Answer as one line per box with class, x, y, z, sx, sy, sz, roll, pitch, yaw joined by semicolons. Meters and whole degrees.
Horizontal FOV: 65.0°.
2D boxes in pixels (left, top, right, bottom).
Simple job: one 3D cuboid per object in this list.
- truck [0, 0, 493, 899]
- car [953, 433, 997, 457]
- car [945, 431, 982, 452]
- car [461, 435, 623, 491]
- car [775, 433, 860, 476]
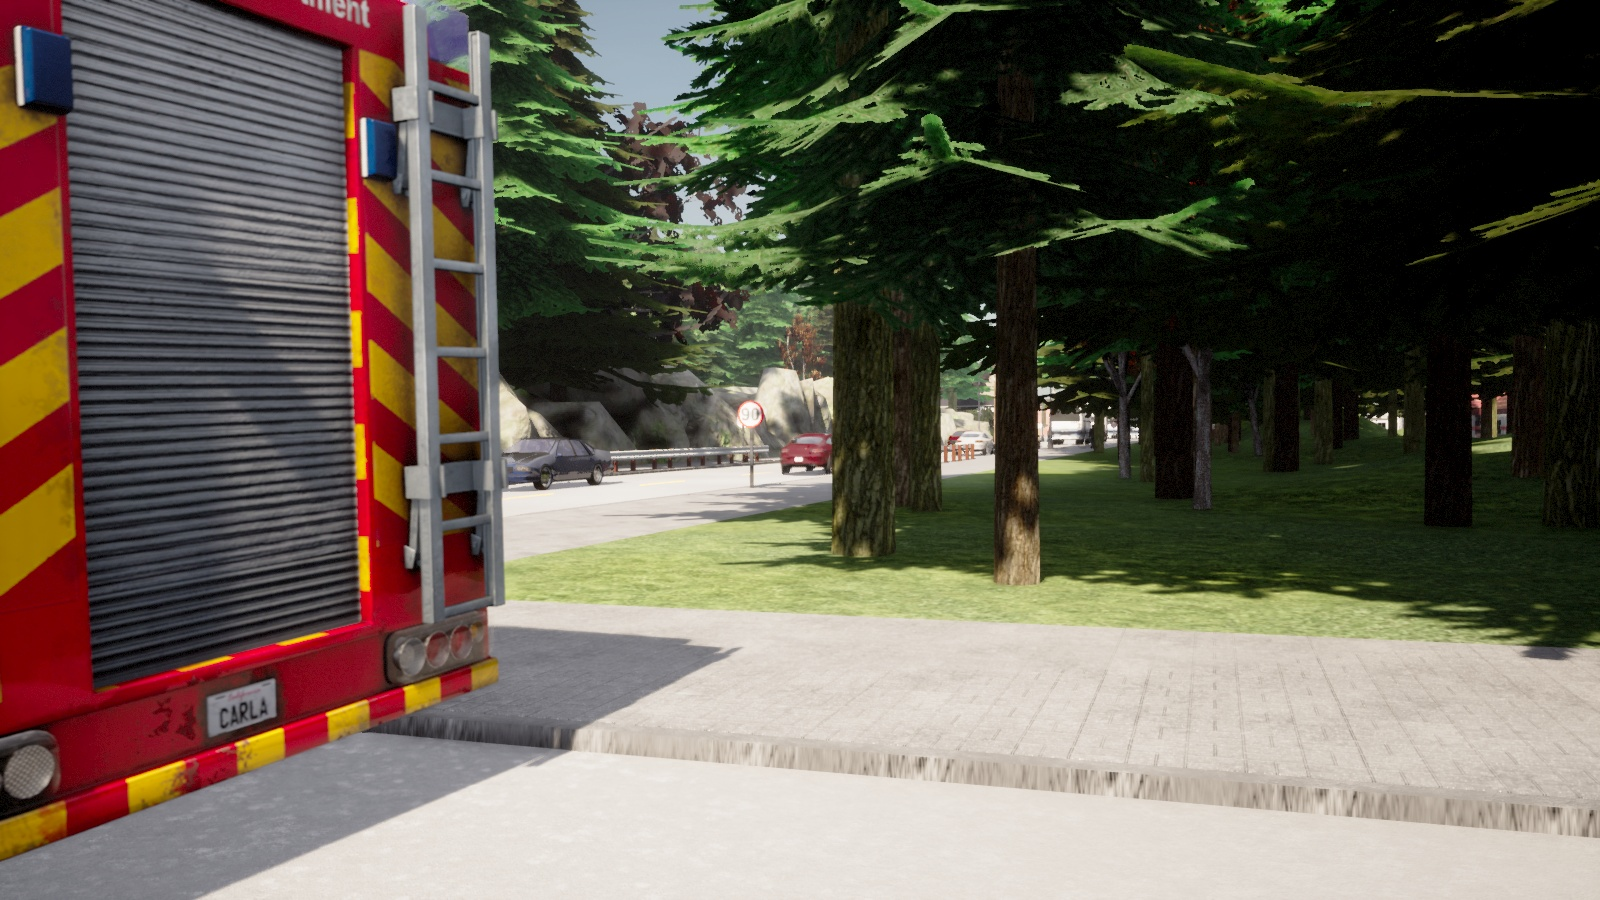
truck;-5.912;-0.454;6.119;8.468;3.827;2.891;1;3;23
car;10.679;-0.330;76.364;1.812;1.442;4.674;1;1;18
car;12.251;-0.654;93.905;1.882;1.535;5.008;1;1;18
car;-7.050;0.287;35.022;2.033;1.411;5.357;1;1;18
car;0.708;0.119;45.950;1.812;1.442;4.674;1;1;18
